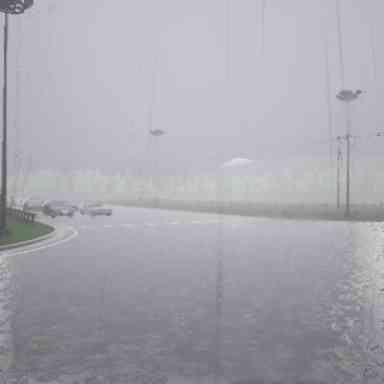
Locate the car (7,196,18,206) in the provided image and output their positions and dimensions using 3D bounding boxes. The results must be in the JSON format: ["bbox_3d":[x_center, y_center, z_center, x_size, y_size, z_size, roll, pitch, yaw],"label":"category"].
[{"bbox_3d":[-31.279,1.436,56.946,2.097,1.767,4.553,1,0,-35],"label":"car"}]

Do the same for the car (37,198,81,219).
[{"bbox_3d":[-12.294,1.577,30.576,2.128,1.511,4.902,1,0,-36],"label":"car"}]

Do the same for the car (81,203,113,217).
[{"bbox_3d":[-9.390,1.725,32.530,1.895,1.301,4.718,1,0,-36],"label":"car"}]

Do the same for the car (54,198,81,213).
[{"bbox_3d":[-15.340,1.602,40.763,1.882,1.535,5.008,1,0,-36],"label":"car"}]

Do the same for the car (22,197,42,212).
[{"bbox_3d":[-18.712,1.611,39.450,1.812,1.442,4.674,1,0,-36],"label":"car"}]
